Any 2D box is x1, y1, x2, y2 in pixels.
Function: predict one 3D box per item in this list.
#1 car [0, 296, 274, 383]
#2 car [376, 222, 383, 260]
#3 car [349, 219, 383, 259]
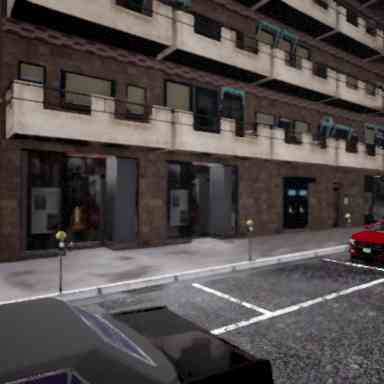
[{"bbox_3d":[-1.714,1.600,2.154,4.718,1.301,1.895,0,0,-36],"label":"car"},{"bbox_3d":[6.820,1.530,8.245,5.008,1.535,1.882,0,0,-35],"label":"car"},{"bbox_3d":[7.355,1.610,11.818,4.507,1.381,1.887,0,0,-36],"label":"car"}]
